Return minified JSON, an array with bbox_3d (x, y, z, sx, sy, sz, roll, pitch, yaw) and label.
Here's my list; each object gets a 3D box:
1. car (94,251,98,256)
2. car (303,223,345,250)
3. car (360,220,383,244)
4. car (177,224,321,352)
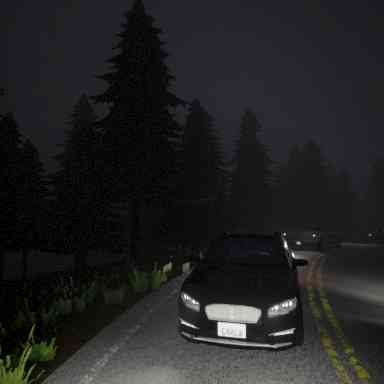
[{"bbox_3d":[-20.218,13.650,73.005,4.181,1.381,1.994,-2,-5,31],"label":"car"},{"bbox_3d":[6.529,2.310,17.735,1.895,1.301,4.718,-3,-6,39],"label":"car"},{"bbox_3d":[15.896,3.228,26.478,5.566,2.045,2.150,8,-8,-28],"label":"car"},{"bbox_3d":[1.138,1.562,6.623,2.128,1.511,4.902,-1,-2,15],"label":"car"}]
